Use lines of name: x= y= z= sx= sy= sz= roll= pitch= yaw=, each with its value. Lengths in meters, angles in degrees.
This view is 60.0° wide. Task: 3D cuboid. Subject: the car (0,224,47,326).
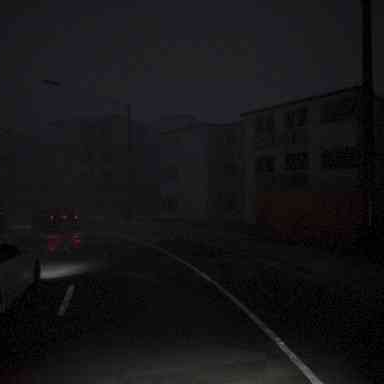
car: x=-4.380 y=1.644 z=6.554 sx=1.812 sy=1.442 sz=4.674 roll=0 pitch=-1 yaw=-13

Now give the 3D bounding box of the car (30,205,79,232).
car: x=-9.649 y=1.706 z=23.192 sx=2.097 sy=1.767 sz=4.553 roll=0 pitch=-1 yaw=-41

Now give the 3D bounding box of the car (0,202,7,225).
car: x=-15.499 y=1.647 z=24.148 sx=5.566 sy=2.045 sz=2.150 roll=-1 pitch=-1 yaw=39
